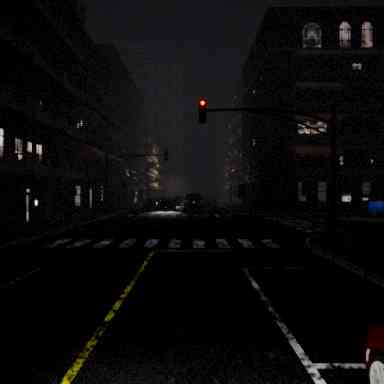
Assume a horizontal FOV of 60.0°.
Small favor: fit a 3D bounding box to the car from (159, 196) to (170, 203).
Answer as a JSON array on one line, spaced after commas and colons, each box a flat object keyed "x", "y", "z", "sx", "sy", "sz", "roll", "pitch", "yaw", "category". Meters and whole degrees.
[{"x": -5.500, "y": 1.594, "z": 67.408, "sx": 1.802, "sy": 1.307, "sz": 4.206, "roll": -1, "pitch": 0, "yaw": 0, "category": "car"}]

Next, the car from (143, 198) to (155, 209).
[{"x": -5.565, "y": 1.551, "z": 45.297, "sx": 2.008, "sy": 1.369, "sz": 4.403, "roll": -1, "pitch": 0, "yaw": 0, "category": "car"}]

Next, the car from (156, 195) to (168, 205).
[{"x": -5.518, "y": 1.449, "z": 61.880, "sx": 1.967, "sy": 1.590, "sz": 4.097, "roll": -1, "pitch": 0, "yaw": 0, "category": "car"}]

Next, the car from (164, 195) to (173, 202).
[{"x": -5.468, "y": 1.546, "z": 78.294, "sx": 1.752, "sy": 1.417, "sz": 4.829, "roll": -1, "pitch": 0, "yaw": 0, "category": "car"}]

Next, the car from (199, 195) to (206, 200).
[{"x": 2.961, "y": 1.582, "z": 95.018, "sx": 1.887, "sy": 1.381, "sz": 4.507, "roll": -1, "pitch": 0, "yaw": 0, "category": "car"}]

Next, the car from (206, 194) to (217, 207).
[{"x": 2.830, "y": 1.443, "z": 50.795, "sx": 1.967, "sy": 1.590, "sz": 4.097, "roll": -1, "pitch": 0, "yaw": 0, "category": "car"}]

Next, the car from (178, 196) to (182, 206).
[{"x": -2.945, "y": 1.568, "z": 53.185, "sx": 1.994, "sy": 1.385, "sz": 4.181, "roll": 0, "pitch": 0, "yaw": -1, "category": "car"}]

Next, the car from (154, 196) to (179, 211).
[{"x": -2.978, "y": 1.562, "z": 40.046, "sx": 1.994, "sy": 1.385, "sz": 4.181, "roll": 0, "pitch": 0, "yaw": 1, "category": "car"}]

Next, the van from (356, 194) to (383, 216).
[{"x": 15.721, "y": 1.029, "z": 27.329, "sx": 3.998, "sy": 1.788, "sz": 1.690, "roll": -1, "pitch": 1, "yaw": -1, "category": "van"}]

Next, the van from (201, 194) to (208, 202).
[{"x": 2.911, "y": 1.362, "z": 78.434, "sx": 1.690, "sy": 1.788, "sz": 3.998, "roll": -1, "pitch": 0, "yaw": 0, "category": "van"}]

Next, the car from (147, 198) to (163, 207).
[{"x": -5.549, "y": 1.569, "z": 50.824, "sx": 1.947, "sy": 1.339, "sz": 4.313, "roll": -1, "pitch": 0, "yaw": 0, "category": "car"}]

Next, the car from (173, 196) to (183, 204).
[{"x": -2.818, "y": 1.516, "z": 67.649, "sx": 1.837, "sy": 1.490, "sz": 4.892, "roll": 0, "pitch": 0, "yaw": 1, "category": "car"}]

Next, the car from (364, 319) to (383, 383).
[{"x": 2.687, "y": 1.544, "z": 1.796, "sx": 1.887, "sy": 1.381, "sz": 4.507, "roll": 0, "pitch": 0, "yaw": 0, "category": "car"}]

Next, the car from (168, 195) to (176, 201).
[{"x": -5.435, "y": 1.613, "z": 89.520, "sx": 1.802, "sy": 1.307, "sz": 4.206, "roll": -1, "pitch": 0, "yaw": 0, "category": "car"}]

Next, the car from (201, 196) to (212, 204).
[{"x": 2.880, "y": 1.563, "z": 67.378, "sx": 2.008, "sy": 1.369, "sz": 4.403, "roll": -1, "pitch": 0, "yaw": 0, "category": "car"}]

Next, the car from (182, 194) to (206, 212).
[{"x": 0.215, "y": 1.219, "z": 39.144, "sx": 2.150, "sy": 2.045, "sz": 5.566, "roll": 0, "pitch": 0, "yaw": 0, "category": "car"}]
